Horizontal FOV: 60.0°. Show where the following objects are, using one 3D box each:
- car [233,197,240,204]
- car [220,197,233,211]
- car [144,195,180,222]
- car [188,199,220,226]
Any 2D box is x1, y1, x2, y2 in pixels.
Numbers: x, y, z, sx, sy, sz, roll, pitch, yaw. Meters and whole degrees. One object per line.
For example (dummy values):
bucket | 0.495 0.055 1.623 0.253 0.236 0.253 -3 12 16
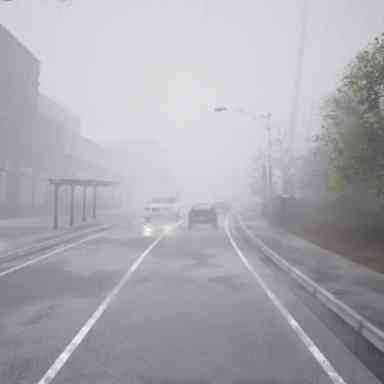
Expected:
car | 8.399 1.640 67.946 2.033 1.411 5.357 -3 -1 24
car | 3.649 1.571 41.270 1.812 1.442 4.674 -1 0 13
car | -2.414 1.315 28.042 2.150 2.045 5.566 -1 0 7
car | 0.860 1.521 23.722 1.882 1.535 5.008 -1 0 5
